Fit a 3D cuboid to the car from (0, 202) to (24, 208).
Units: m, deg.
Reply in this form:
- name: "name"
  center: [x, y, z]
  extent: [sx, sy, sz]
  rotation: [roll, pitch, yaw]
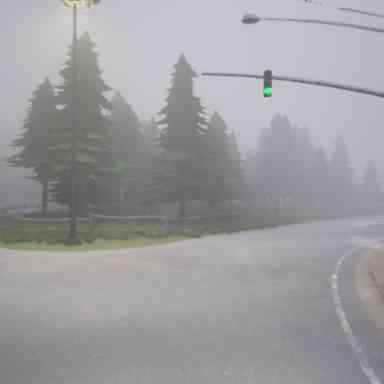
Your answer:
- name: "car"
  center: [-24.837, 2.012, 45.156]
  extent: [2.033, 1.411, 5.357]
  rotation: [0, -1, 6]
